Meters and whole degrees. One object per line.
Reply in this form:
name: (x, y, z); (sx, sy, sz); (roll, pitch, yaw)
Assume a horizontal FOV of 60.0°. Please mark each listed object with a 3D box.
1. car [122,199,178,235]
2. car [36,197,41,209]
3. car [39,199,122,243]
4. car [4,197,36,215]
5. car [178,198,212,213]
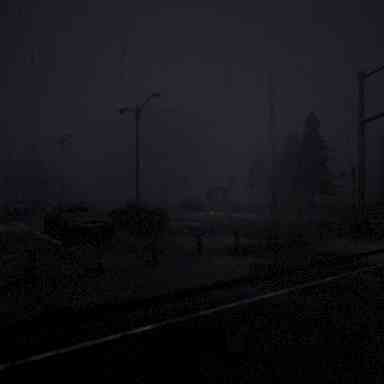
car: (-2.970, 1.323, 17.732); (2.007, 1.523, 4.514); (0, 0, -36)
car: (-18.222, 1.358, 38.831); (1.845, 1.501, 3.633); (0, 0, -36)
car: (-5.483, 1.321, 15.853); (2.152, 1.636, 5.027); (0, 0, -36)
car: (-16.293, 1.375, 31.070); (1.970, 1.475, 3.806); (0, 0, -36)
car: (0.247, 1.444, 37.146); (2.128, 1.511, 4.902); (0, 0, -36)
